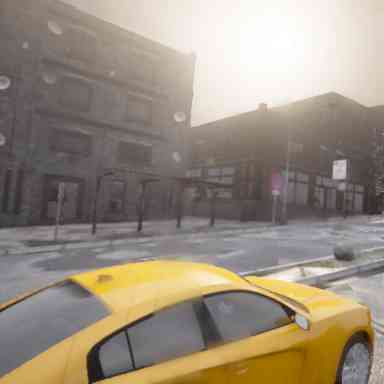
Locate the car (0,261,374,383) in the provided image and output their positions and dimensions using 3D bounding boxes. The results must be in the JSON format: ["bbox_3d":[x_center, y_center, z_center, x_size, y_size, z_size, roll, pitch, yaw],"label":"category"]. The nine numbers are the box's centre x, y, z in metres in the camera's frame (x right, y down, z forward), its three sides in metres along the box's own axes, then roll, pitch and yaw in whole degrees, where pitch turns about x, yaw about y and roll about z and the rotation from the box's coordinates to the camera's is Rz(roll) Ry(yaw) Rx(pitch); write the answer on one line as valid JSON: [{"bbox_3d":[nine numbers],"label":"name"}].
[{"bbox_3d":[-0.085,1.485,3.380,5.008,1.535,1.882,0,0,-35],"label":"car"}]
